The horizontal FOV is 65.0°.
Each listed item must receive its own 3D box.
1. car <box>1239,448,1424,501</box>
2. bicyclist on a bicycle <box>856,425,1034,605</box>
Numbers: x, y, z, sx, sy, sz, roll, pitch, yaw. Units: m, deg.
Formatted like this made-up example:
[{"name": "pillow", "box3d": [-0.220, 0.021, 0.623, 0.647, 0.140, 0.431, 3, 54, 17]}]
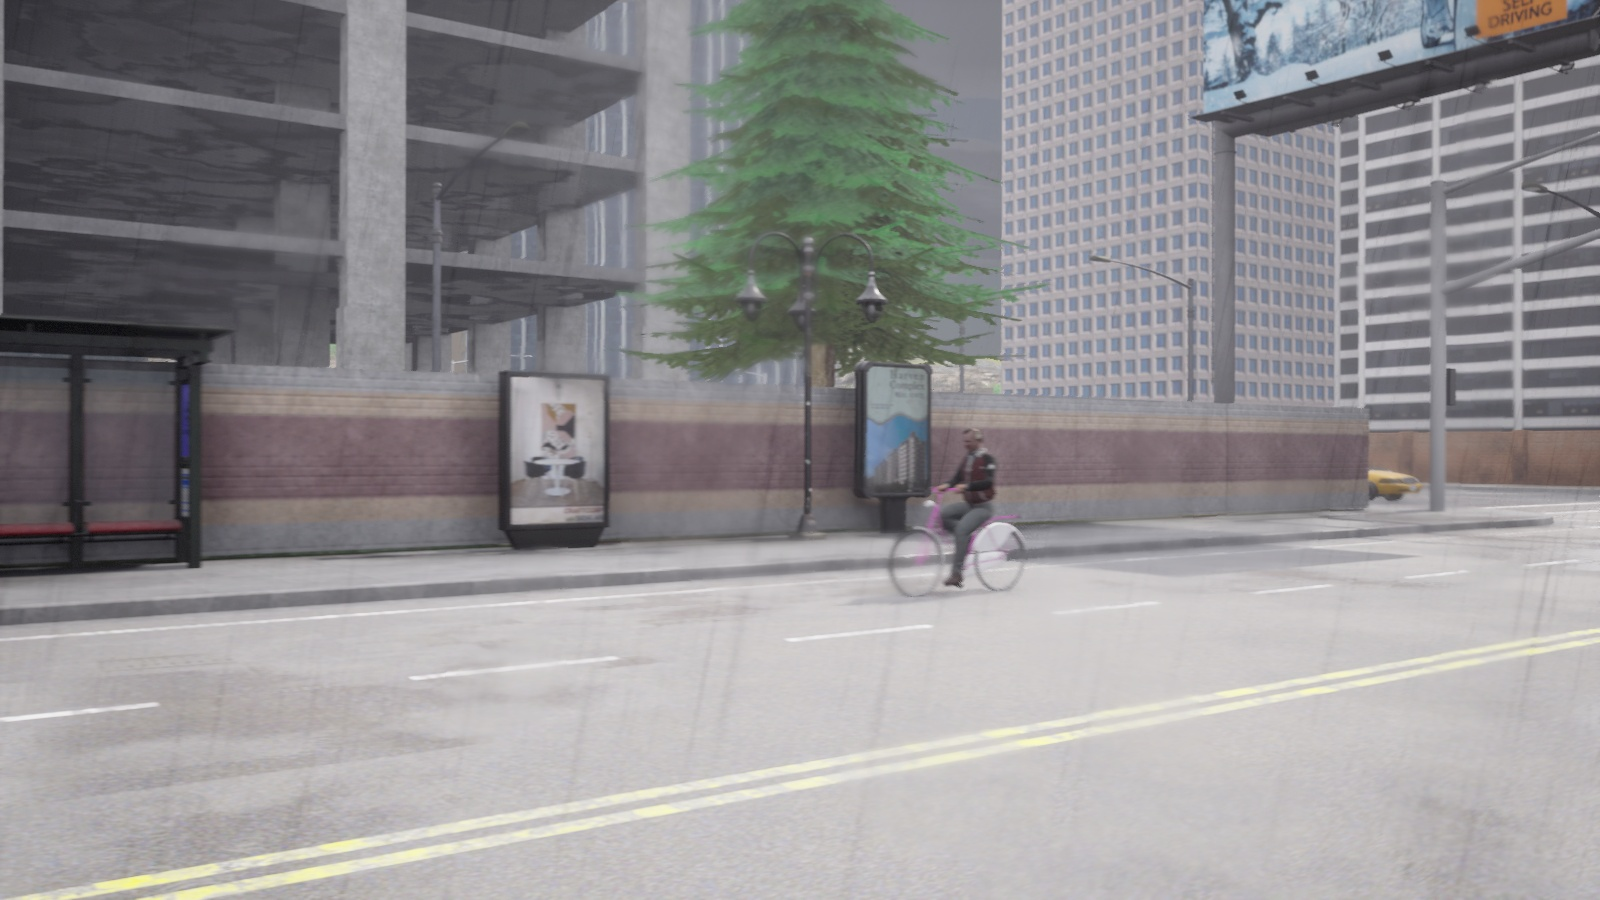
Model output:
[{"name": "car", "box3d": [17.002, 0.746, 40.490, 1.801, 1.575, 5.366, 0, 0, -35]}, {"name": "bicyclist on a bicycle", "box3d": [1.535, 0.644, 13.135, 1.843, 1.776, 0.659, 0, 0, -32]}]
